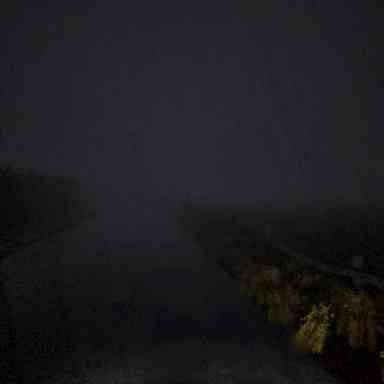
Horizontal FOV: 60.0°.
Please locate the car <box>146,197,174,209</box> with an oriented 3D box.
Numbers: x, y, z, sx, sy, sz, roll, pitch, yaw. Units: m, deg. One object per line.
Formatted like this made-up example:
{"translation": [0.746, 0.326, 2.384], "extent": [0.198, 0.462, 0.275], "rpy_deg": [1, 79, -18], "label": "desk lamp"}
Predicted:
{"translation": [-4.062, 1.415, 43.414], "extent": [2.033, 1.411, 5.357], "rpy_deg": [-1, 1, 19], "label": "car"}
